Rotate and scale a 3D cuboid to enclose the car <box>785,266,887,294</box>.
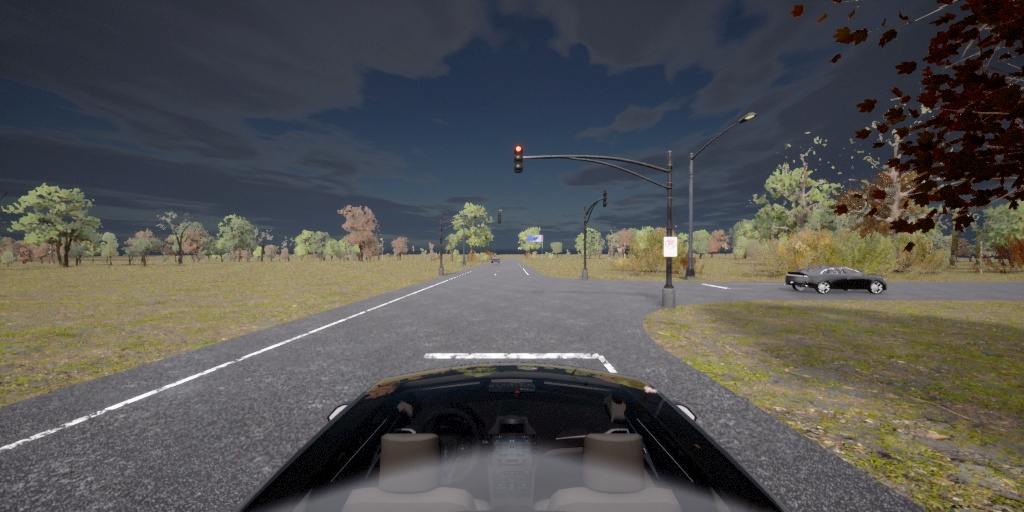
[{"bbox_3d":[18.329,1.309,20.360,4.902,1.511,2.128,0,1,0],"label":"car"}]
